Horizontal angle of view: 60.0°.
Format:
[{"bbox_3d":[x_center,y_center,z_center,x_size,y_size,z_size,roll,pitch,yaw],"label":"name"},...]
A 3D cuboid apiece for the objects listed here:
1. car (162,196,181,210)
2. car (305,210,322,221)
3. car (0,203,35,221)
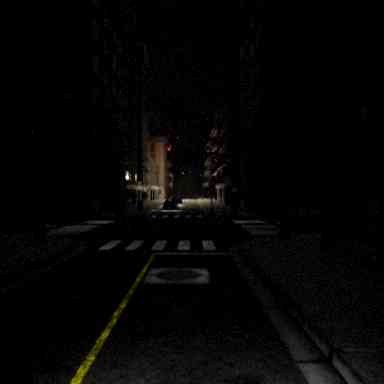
[{"bbox_3d":[-2.881,1.597,44.648,2.033,1.411,5.357,0,0,0],"label":"car"},{"bbox_3d":[11.607,1.589,26.678,4.829,1.417,1.752,0,0,0],"label":"car"},{"bbox_3d":[-15.277,1.565,26.688,4.829,1.417,1.752,0,0,0],"label":"car"}]
